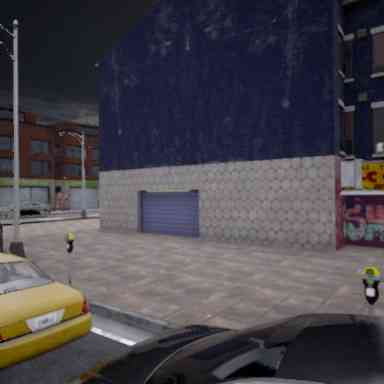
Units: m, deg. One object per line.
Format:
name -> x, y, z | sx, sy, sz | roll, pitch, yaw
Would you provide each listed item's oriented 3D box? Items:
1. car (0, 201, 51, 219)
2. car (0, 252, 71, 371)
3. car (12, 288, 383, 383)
car -> -15.447, 1.625, 30.551 | 2.128, 1.511, 4.902 | -1, 0, 36
car -> -3.675, 1.554, 5.433 | 4.829, 1.417, 1.752 | 0, -1, 35
car -> 0.921, 1.568, 2.156 | 4.313, 1.339, 1.947 | 0, -1, 35
